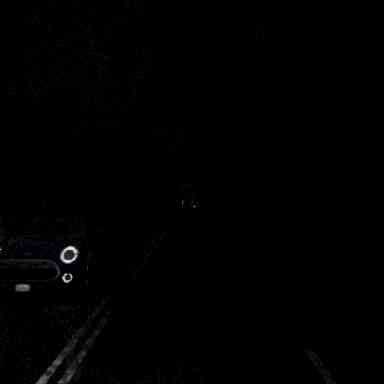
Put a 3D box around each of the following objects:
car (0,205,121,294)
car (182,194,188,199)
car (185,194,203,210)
[{"bbox_3d":[-3.346,1.298,8.824,2.097,1.767,4.553,0,0,0],"label":"car"},{"bbox_3d":[-1.717,1.194,88.981,1.895,1.301,4.718,0,0,2],"label":"car"},{"bbox_3d":[0.338,1.394,41.421,1.837,1.490,4.892,0,1,1],"label":"car"}]
